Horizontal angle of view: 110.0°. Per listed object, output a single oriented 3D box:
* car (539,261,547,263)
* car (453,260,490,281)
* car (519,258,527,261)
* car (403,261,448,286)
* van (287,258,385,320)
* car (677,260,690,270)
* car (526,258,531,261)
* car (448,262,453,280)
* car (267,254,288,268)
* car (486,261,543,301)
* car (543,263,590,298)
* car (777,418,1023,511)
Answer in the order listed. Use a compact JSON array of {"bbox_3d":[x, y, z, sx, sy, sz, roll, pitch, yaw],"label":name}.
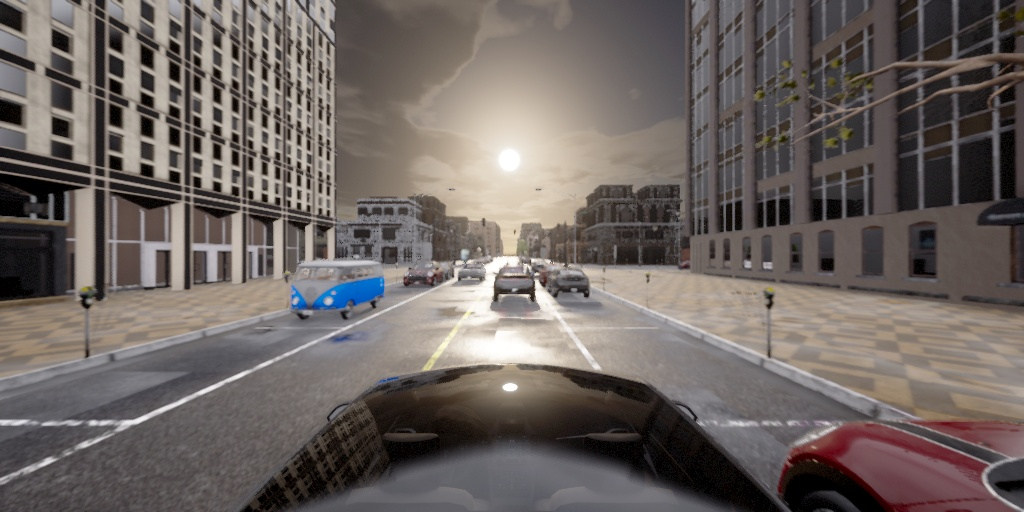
[{"bbox_3d":[2.693,1.189,23.456,1.888,1.381,4.507,0,0,0],"label":"car"},{"bbox_3d":[-3.047,1.222,27.859,1.895,1.301,4.718,0,0,0],"label":"car"},{"bbox_3d":[0.103,1.154,34.237,1.994,1.385,4.181,0,0,0],"label":"car"},{"bbox_3d":[-5.687,1.083,23.474,1.967,1.591,4.097,0,0,0],"label":"car"},{"bbox_3d":[-5.689,1.040,12.090,1.690,1.789,3.998,0,0,0],"label":"van"},{"bbox_3d":[23.647,1.211,46.451,4.207,1.307,1.802,0,0,1],"label":"car"},{"bbox_3d":[2.694,1.138,34.840,2.007,1.370,4.403,0,0,0],"label":"car"},{"bbox_3d":[-5.687,1.166,29.166,2.007,1.370,4.403,0,0,0],"label":"car"},{"bbox_3d":[-30.947,0.689,47.330,5.009,1.841,2.192,0,0,1],"label":"car"},{"bbox_3d":[0.103,1.167,16.918,2.128,1.511,4.902,0,0,0],"label":"car"},{"bbox_3d":[2.693,1.222,17.764,2.007,1.370,4.403,0,0,0],"label":"car"},{"bbox_3d":[2.691,1.195,0.688,1.967,1.591,4.097,0,0,0],"label":"car"}]
